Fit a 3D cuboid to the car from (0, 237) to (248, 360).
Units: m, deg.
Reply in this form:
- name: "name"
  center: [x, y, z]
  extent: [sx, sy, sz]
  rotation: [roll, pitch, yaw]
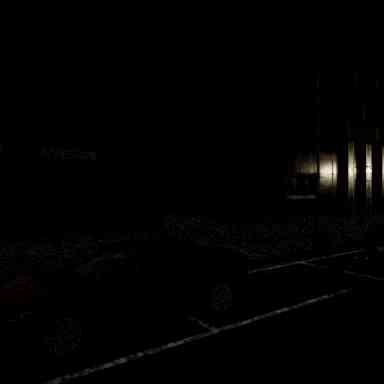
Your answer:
- name: "car"
  center: [-0.994, 1.545, 5.936]
  extent: [4.507, 1.381, 1.887]
  rotation: [0, 0, -35]

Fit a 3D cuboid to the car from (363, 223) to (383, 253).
- name: "car"
  center: [8.198, 1.567, 12.462]
  extent: [4.313, 1.339, 1.947]
  rotation: [0, 0, -35]
